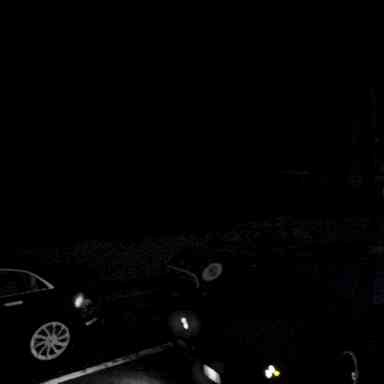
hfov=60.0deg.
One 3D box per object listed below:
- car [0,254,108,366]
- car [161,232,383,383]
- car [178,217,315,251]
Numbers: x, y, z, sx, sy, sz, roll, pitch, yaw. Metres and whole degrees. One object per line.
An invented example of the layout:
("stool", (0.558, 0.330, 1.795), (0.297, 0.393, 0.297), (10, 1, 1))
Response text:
("car", (-3.297, 1.552, 4.187), (4.403, 1.369, 2.008), (0, 0, -35))
("car", (2.377, 1.531, 5.067), (5.357, 1.411, 2.033), (0, 0, -35))
("car", (1.305, 1.423, 7.462), (4.097, 1.590, 1.967), (0, 0, -35))
